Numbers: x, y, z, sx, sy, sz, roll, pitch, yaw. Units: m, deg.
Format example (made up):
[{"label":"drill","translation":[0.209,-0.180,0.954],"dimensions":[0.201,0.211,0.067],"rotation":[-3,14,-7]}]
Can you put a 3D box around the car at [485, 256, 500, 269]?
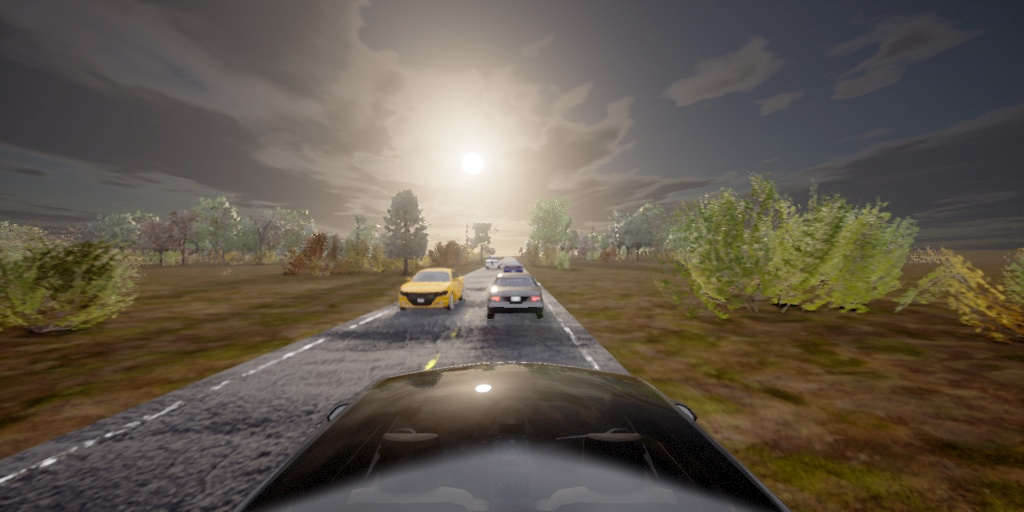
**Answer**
[{"label":"car","translation":[-3.030,0.977,57.653],"dimensions":[2.150,2.045,5.566],"rotation":[0,0,1]}]

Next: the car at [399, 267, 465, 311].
[{"label":"car","translation":[-3.096,1.236,14.674],"dimensions":[1.882,1.535,5.008],"rotation":[0,0,0]}]

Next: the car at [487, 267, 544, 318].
[{"label":"car","translation":[0.097,1.306,12.985],"dimensions":[2.033,1.411,5.357],"rotation":[0,0,0]}]

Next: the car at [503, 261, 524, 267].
[{"label":"car","translation":[0.109,1.242,35.269],"dimensions":[1.882,1.535,5.008],"rotation":[0,0,0]}]
